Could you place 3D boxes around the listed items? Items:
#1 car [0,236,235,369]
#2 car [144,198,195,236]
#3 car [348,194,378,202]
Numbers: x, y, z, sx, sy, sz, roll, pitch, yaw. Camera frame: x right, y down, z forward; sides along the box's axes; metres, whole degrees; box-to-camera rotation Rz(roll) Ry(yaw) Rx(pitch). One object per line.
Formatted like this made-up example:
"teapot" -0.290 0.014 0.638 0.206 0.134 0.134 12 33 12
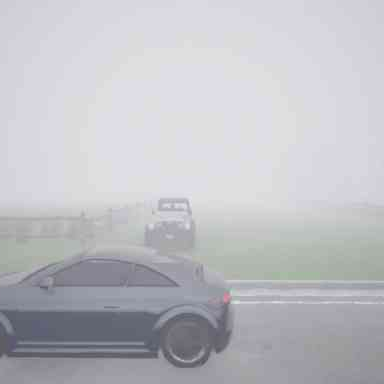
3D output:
"car" -1.447 1.558 5.140 4.181 1.385 1.994 0 0 1
"car" -0.818 1.202 13.953 1.905 1.878 3.866 0 0 1
"car" 30.225 1.198 58.822 4.605 1.855 1.932 0 0 1
